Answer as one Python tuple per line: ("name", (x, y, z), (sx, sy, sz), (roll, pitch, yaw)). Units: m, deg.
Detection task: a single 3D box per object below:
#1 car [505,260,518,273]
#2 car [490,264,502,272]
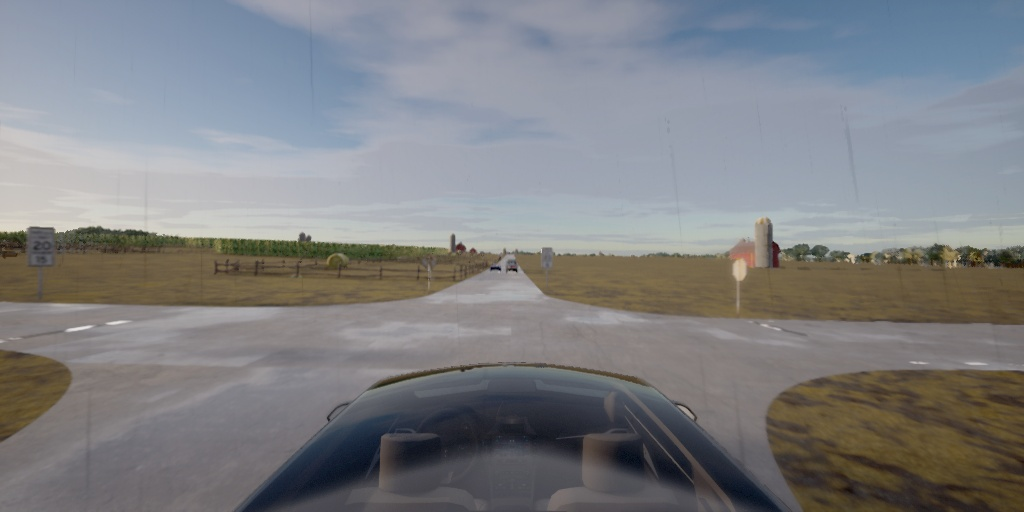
("car", (-0.018, 1.847, 55.330), (1.837, 1.490, 4.892), (0, 0, 0))
("car", (-2.769, 1.955, 61.125), (1.895, 1.301, 4.718), (0, 0, 0))
